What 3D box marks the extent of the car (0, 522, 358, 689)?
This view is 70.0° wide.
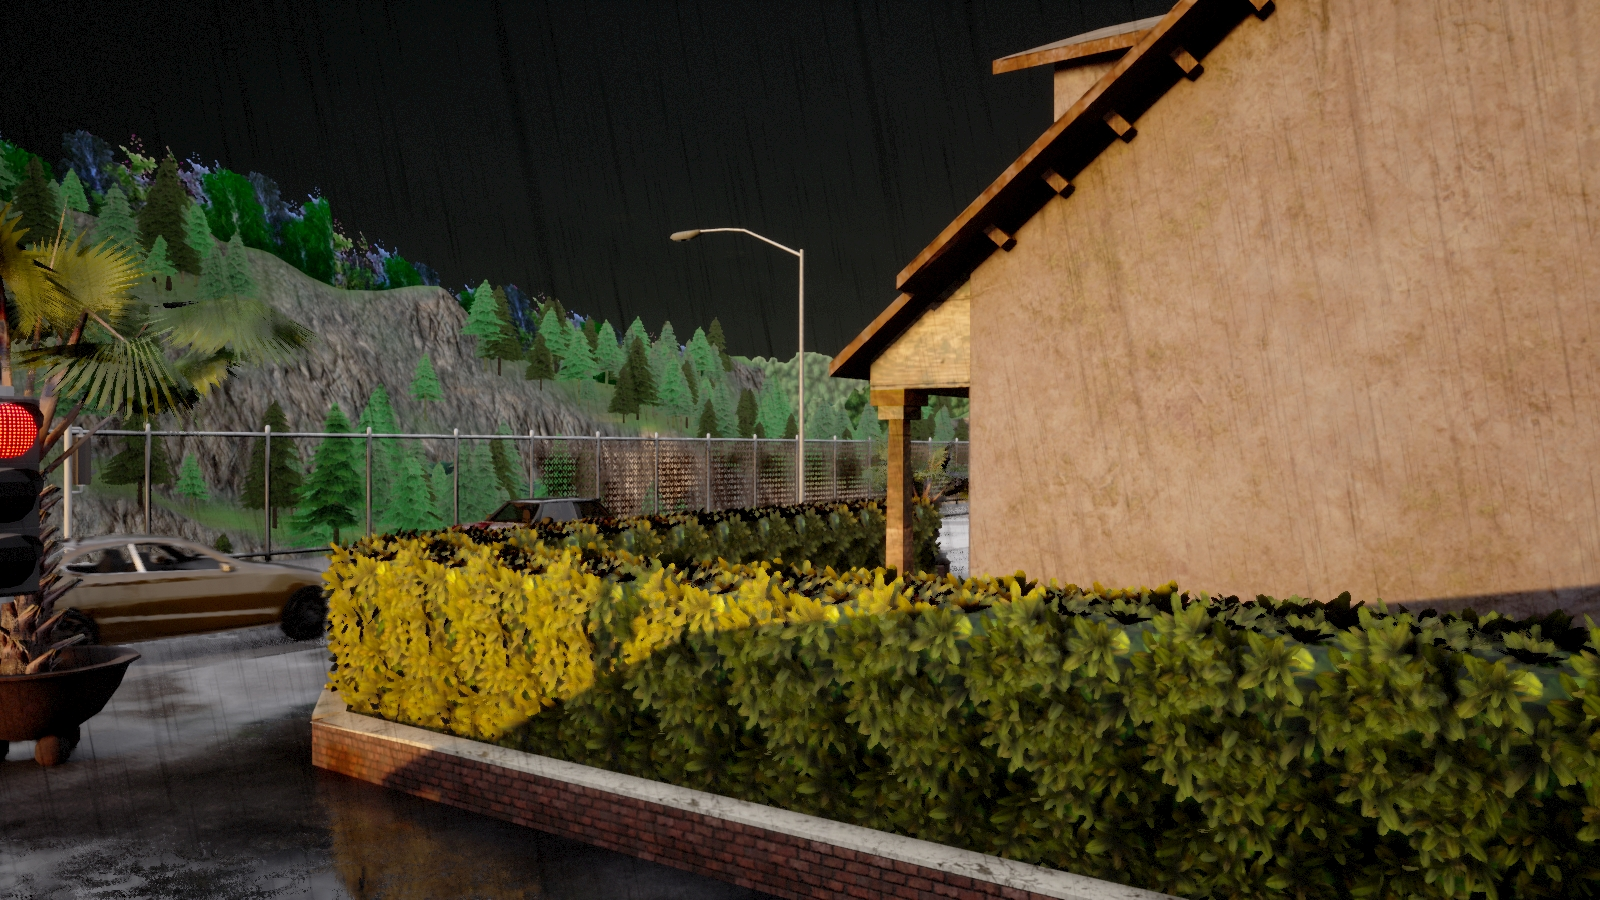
[{"bbox_3d":[-9.036,1.992,15.909,2.152,1.651,5.027,0,0,35],"label":"car"}]

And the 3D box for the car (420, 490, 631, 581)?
[{"bbox_3d":[-6.312,1.906,26.765,2.097,1.767,4.553,0,0,35],"label":"car"}]
